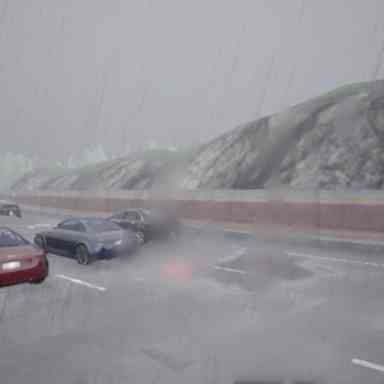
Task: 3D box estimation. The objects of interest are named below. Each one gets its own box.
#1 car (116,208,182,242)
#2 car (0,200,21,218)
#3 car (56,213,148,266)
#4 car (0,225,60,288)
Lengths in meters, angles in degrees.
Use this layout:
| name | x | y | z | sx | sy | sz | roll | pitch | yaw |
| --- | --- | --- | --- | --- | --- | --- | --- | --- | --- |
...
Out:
| name | x | y | z | sx | sy | sz | roll | pitch | yaw |
| --- | --- | --- | --- | --- | --- | --- | --- | --- | --- |
| car | -2.624 | 1.501 | 15.214 | 4.892 | 1.490 | 1.837 | 0 | 0 | 41 |
| car | -16.237 | 1.448 | 28.619 | 1.837 | 1.490 | 4.892 | 0 | 0 | -43 |
| car | -3.778 | 1.554 | 11.619 | 4.181 | 1.385 | 1.994 | 0 | 0 | 40 |
| car | -5.436 | 1.545 | 8.439 | 4.181 | 1.385 | 1.994 | 0 | 0 | 39 |
